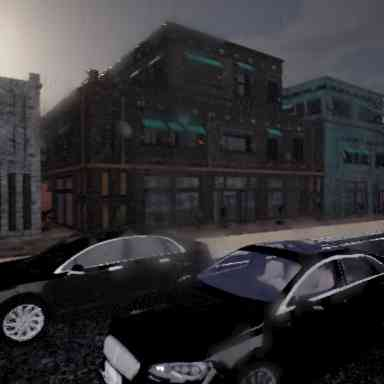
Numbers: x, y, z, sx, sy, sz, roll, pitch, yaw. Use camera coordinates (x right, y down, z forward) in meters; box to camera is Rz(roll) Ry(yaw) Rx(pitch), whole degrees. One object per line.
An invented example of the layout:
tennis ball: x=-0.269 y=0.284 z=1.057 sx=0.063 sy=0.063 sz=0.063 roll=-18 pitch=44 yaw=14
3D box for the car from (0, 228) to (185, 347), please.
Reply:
car: x=-1.760 y=1.507 z=6.422 sx=4.892 sy=1.490 sz=1.837 roll=0 pitch=0 yaw=-35

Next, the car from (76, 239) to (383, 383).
car: x=1.247 y=1.494 z=4.575 sx=4.902 sy=1.511 sz=2.128 roll=0 pitch=0 yaw=-35
